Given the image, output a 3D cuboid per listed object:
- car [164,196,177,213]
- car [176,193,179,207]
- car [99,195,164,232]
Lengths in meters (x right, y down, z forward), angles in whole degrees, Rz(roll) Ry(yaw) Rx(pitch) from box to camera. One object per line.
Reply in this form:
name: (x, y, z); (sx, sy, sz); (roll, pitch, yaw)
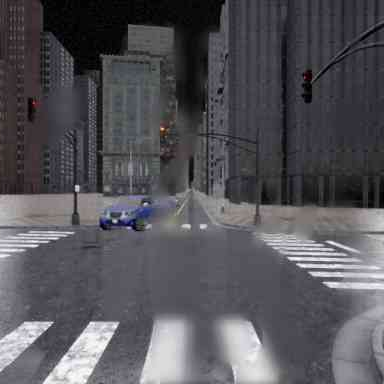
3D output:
car: (-3.096, 1.475, 37.413); (1.882, 1.535, 5.008); (0, 0, 0)
car: (-3.077, 1.349, 52.332); (2.097, 1.767, 4.553); (0, 0, 0)
car: (-3.677, 1.220, 20.582); (2.150, 2.045, 5.566); (0, 0, 10)
